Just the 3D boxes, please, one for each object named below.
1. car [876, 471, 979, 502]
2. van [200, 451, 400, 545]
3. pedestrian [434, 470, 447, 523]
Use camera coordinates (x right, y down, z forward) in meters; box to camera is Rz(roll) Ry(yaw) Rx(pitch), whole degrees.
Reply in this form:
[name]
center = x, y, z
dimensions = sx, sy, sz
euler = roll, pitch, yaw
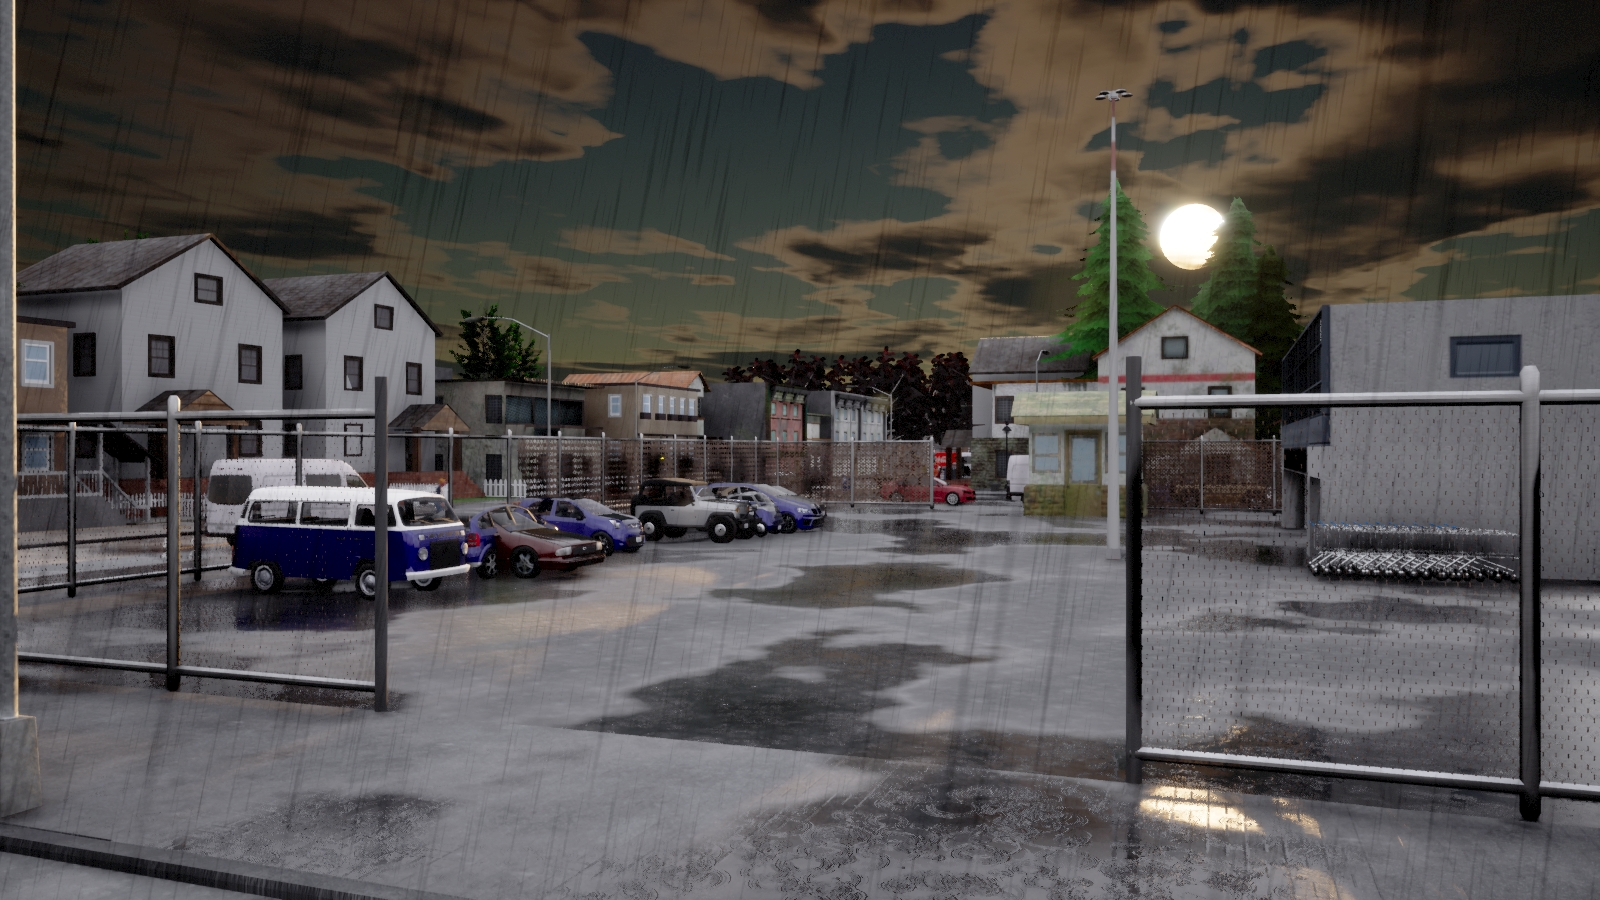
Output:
[car]
center = 6.523, 1.843, 58.394
dimensions = 4.892, 1.480, 2.231
euler = 0, 0, 19
[van]
center = -14.862, 1.319, 34.447
dimensions = 1.988, 2.561, 5.915
euler = 0, 0, 20
[pedestrian]
center = -12.751, 1.633, 40.506
dimensions = 0.375, 1.860, 0.375
euler = 0, 0, -6
